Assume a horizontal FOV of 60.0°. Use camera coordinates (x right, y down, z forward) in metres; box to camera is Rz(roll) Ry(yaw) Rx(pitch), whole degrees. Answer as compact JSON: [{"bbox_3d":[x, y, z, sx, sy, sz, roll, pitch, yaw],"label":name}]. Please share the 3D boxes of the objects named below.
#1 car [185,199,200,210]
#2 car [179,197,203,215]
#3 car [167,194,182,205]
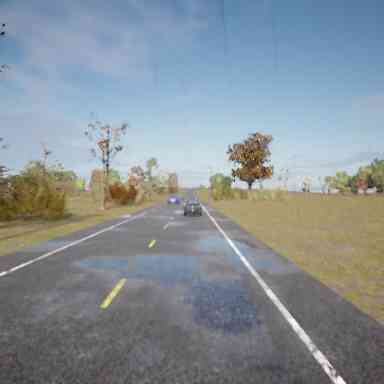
[{"bbox_3d":[0.090,1.684,47.051,1.994,1.385,4.181,0,0,0],"label":"car"},{"bbox_3d":[0.094,1.583,34.462,2.128,1.511,4.902,0,0,0],"label":"car"},{"bbox_3d":[-3.528,1.378,63.264,2.150,2.045,5.566,0,0,0],"label":"car"}]
